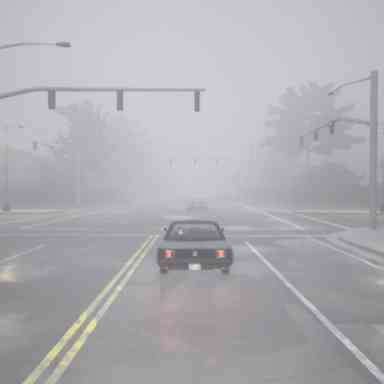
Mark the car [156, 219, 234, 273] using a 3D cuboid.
[{"bbox_3d":[0.064,1.478,10.145,1.895,1.301,4.718,0,1,0],"label":"car"}]

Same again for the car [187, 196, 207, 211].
[{"bbox_3d":[0.582,1.112,34.505,1.812,1.442,4.674,0,1,2],"label":"car"}]
